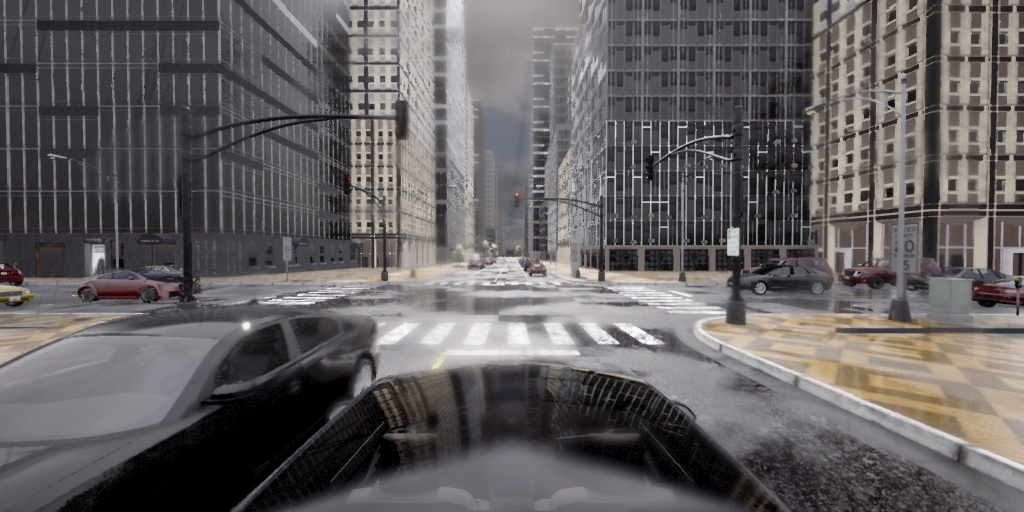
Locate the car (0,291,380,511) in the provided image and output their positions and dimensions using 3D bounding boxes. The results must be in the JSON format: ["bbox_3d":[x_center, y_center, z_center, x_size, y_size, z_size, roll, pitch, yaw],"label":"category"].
[{"bbox_3d":[-2.780,1.227,3.034,1.882,1.535,5.008,0,0,0],"label":"car"}]

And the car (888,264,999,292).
[{"bbox_3d":[24.012,1.302,19.191,5.357,1.411,2.033,0,1,0],"label":"car"}]

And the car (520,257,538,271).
[{"bbox_3d":[2.593,1.039,46.979,2.192,1.841,5.009,0,0,0],"label":"car"}]

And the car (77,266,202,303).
[{"bbox_3d":[-16.676,1.306,16.181,4.181,1.385,1.994,0,1,0],"label":"car"}]

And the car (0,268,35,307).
[{"bbox_3d":[-21.250,1.299,13.592,4.829,1.417,1.751,0,0,0],"label":"car"}]

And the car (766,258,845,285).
[{"bbox_3d":[16.579,1.021,21.783,5.009,1.841,2.192,0,0,0],"label":"car"}]

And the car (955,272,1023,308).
[{"bbox_3d":[20.191,1.415,13.650,4.207,1.307,1.802,0,0,0],"label":"car"}]

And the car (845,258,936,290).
[{"bbox_3d":[22.911,1.029,21.792,5.009,1.841,2.192,0,0,0],"label":"car"}]

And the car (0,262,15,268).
[{"bbox_3d":[-32.547,1.075,21.644,4.097,1.591,1.967,0,0,0],"label":"car"}]

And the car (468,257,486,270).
[{"bbox_3d":[-5.270,1.161,52.486,1.967,1.591,4.097,0,0,0],"label":"car"}]

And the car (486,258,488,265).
[{"bbox_3d":[-5.265,1.299,58.011,1.802,1.307,4.207,0,0,0],"label":"car"}]

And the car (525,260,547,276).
[{"bbox_3d":[2.562,1.314,35.930,1.802,1.307,4.207,0,0,0],"label":"car"}]

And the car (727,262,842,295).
[{"bbox_3d":[14.188,1.247,19.162,4.892,1.490,1.837,0,1,1],"label":"car"}]
